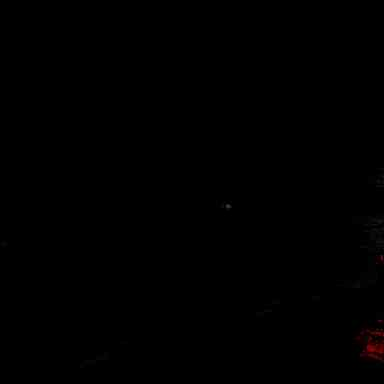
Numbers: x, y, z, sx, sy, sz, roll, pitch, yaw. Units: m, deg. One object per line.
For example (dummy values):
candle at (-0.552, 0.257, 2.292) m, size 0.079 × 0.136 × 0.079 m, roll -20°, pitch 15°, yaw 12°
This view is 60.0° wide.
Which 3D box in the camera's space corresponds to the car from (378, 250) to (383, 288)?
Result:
car at (6.477, 1.633, 8.075) m, size 5.008 × 1.535 × 1.882 m, roll 1°, pitch 0°, yaw -35°
